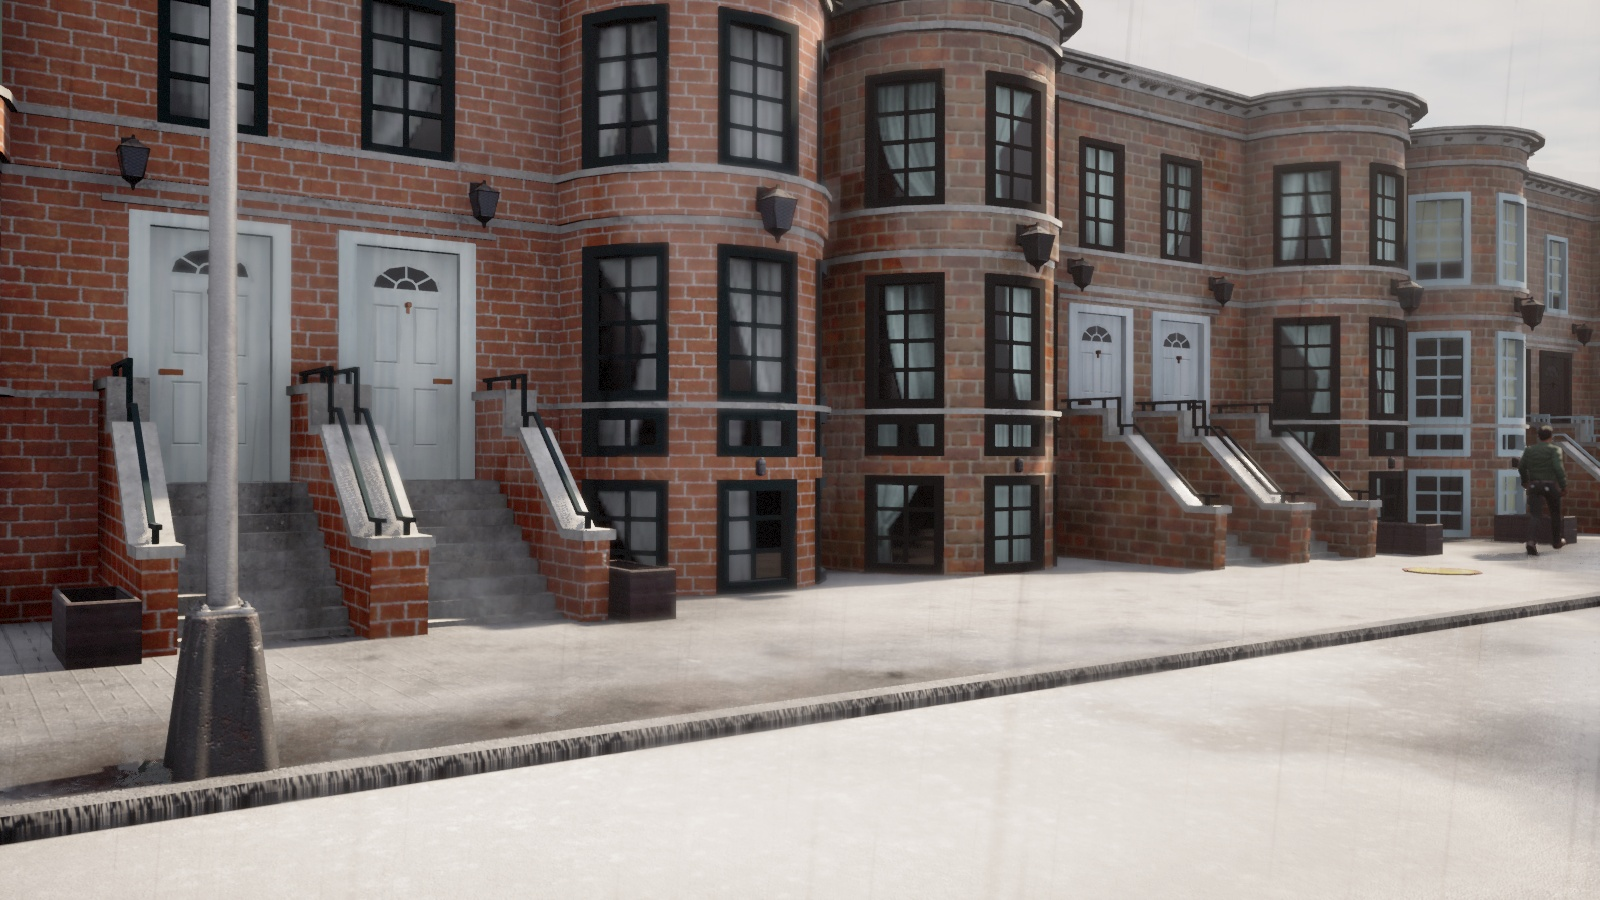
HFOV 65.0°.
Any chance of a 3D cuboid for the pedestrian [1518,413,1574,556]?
[{"bbox_3d":[10.436,0.475,17.557,0.788,1.949,0.423,0,0,-39],"label":"pedestrian"}]
